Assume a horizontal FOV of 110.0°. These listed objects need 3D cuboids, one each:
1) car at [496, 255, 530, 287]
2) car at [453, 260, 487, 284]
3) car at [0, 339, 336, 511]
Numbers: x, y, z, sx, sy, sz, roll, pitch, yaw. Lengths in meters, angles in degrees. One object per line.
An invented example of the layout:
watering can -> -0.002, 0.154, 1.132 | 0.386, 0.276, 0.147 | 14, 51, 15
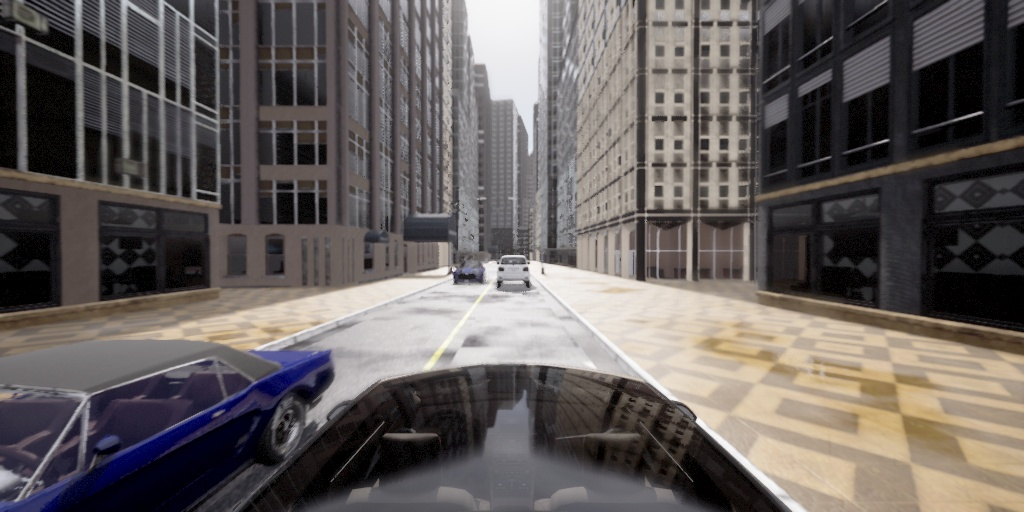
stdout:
car -> 0.099, 0.974, 24.775 | 2.150, 2.045, 5.566 | 0, 0, 0
car -> -3.058, 1.102, 26.642 | 2.097, 1.767, 4.553 | 0, 0, 0
car -> -3.091, 1.351, 2.165 | 1.895, 1.301, 4.718 | 0, 0, 0
